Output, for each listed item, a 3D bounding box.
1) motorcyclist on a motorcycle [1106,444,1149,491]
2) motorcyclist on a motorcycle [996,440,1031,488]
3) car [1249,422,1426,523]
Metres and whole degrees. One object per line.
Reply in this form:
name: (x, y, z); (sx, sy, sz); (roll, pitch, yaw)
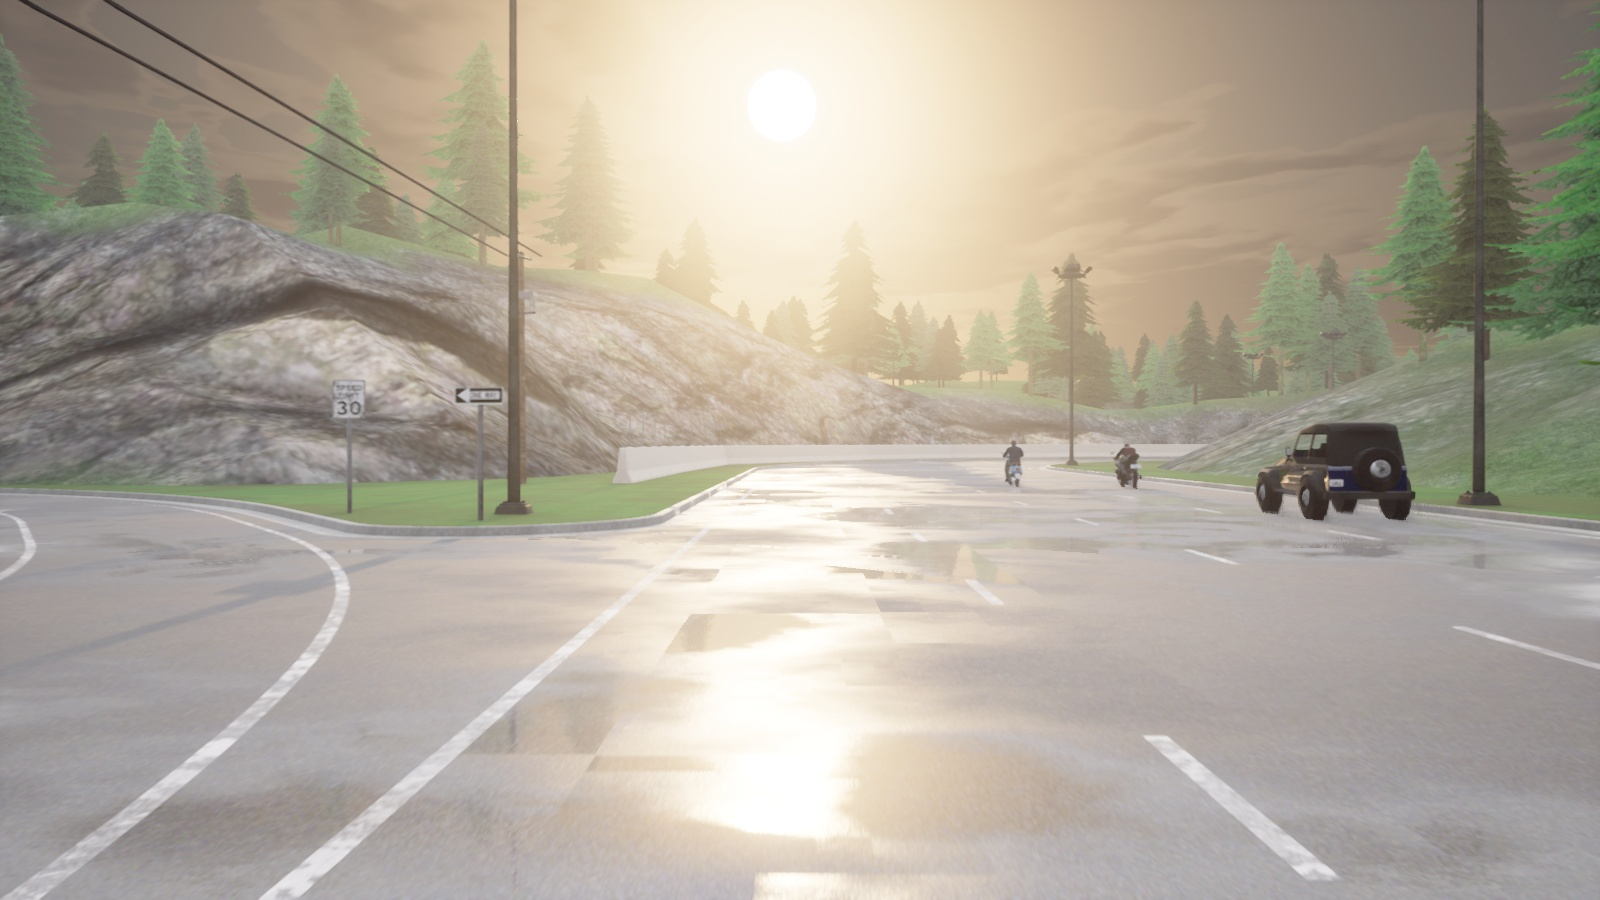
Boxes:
motorcyclist on a motorcycle: (10.750, 0.557, 41.324); (0.866, 1.530, 2.191); (0, 0, 0)
motorcyclist on a motorcycle: (7.259, 0.465, 42.775); (0.866, 1.590, 1.817); (0, 0, 0)
car: (10.659, 0.409, 25.207); (1.905, 1.878, 3.866); (0, 0, 0)
